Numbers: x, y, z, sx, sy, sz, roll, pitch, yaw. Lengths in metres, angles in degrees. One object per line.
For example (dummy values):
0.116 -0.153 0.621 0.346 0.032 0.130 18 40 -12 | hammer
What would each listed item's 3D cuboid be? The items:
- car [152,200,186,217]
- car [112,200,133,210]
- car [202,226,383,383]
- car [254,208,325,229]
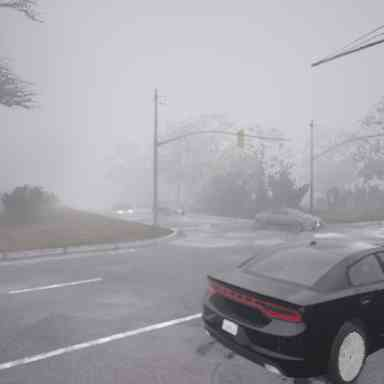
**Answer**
-2.324 1.578 32.360 2.128 1.511 4.902 0 0 -30 | car
-9.507 1.738 45.516 1.994 1.385 4.181 0 -1 -27 | car
2.490 1.501 5.441 5.008 1.535 1.882 1 0 -35 | car
5.776 1.637 20.028 1.994 1.385 4.181 0 0 -39 | car
